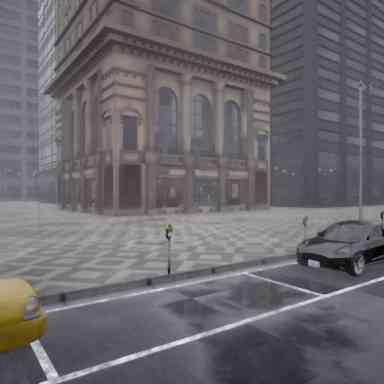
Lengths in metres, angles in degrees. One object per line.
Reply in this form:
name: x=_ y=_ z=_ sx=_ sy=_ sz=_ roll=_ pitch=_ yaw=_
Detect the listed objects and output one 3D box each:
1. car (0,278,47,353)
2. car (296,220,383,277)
car: x=-4.254 y=1.523 z=3.617 sx=4.829 sy=1.417 sz=1.752 roll=0 pitch=0 yaw=-35
car: x=5.069 y=1.564 z=10.267 sx=4.313 sy=1.339 sz=1.947 roll=0 pitch=0 yaw=-35
